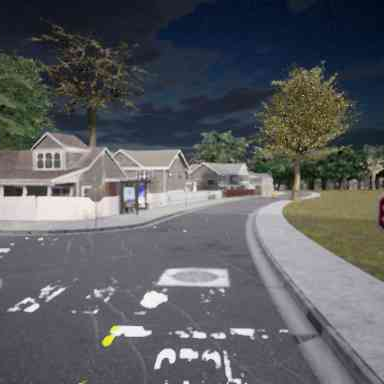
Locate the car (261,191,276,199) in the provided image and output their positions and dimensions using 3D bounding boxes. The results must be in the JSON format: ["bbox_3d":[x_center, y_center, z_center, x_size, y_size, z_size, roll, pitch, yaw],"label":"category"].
[{"bbox_3d":[14.531,0.431,63.068,1.882,1.535,5.008,1,2,30],"label":"car"}]
